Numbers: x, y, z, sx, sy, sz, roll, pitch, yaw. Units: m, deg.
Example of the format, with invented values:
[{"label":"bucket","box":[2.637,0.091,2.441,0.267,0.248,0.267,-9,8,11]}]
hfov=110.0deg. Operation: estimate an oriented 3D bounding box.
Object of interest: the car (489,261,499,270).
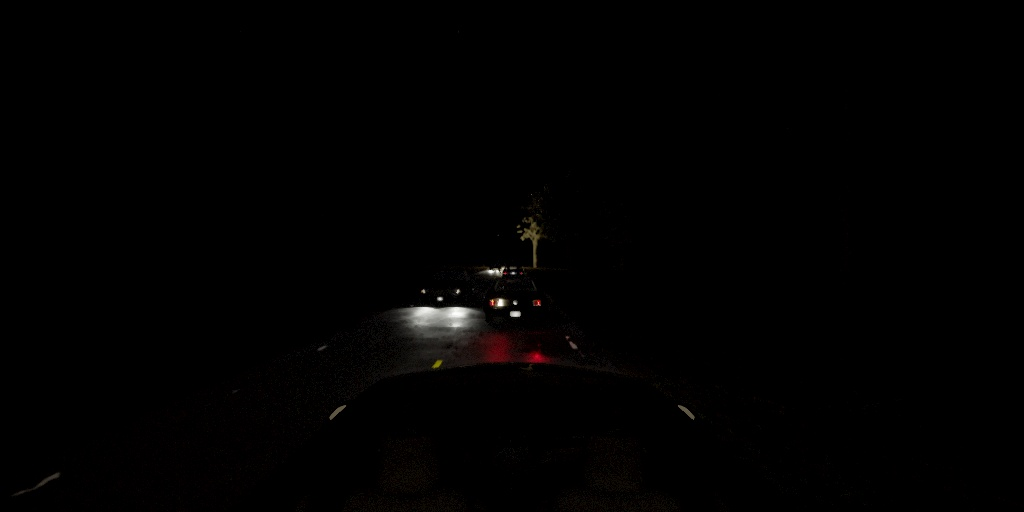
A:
[{"label":"car","box":[-2.801,1.598,59.203,2.128,1.511,4.902,0,-1,1]}]

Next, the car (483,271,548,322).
[{"label":"car","box":[0.101,1.366,12.376,1.895,1.301,4.718,0,0,0]}]

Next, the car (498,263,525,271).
[{"label":"car","box":[0.098,1.413,30.459,2.033,1.411,5.357,0,0,0]}]

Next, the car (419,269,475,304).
[{"label":"car","box":[-2.849,1.330,16.869,2.033,1.411,5.357,0,0,0]}]
